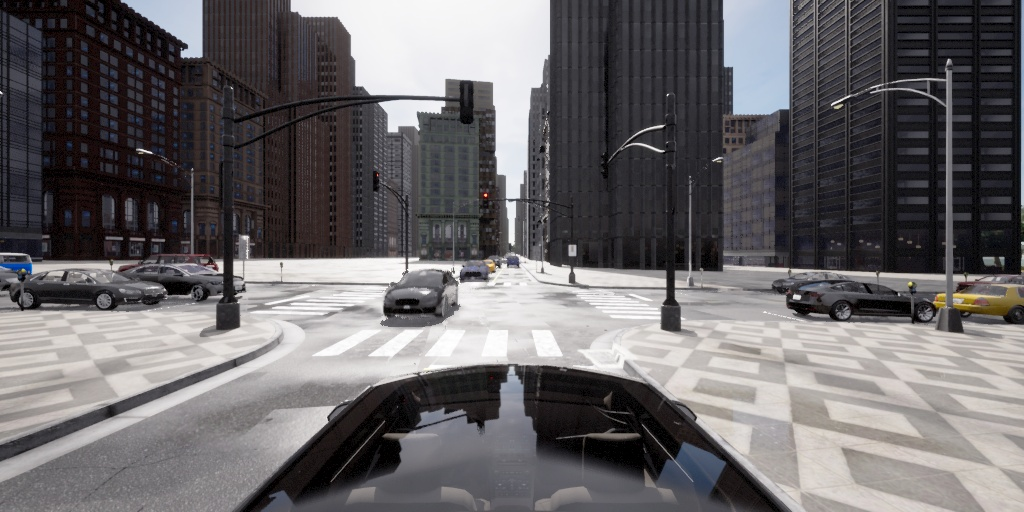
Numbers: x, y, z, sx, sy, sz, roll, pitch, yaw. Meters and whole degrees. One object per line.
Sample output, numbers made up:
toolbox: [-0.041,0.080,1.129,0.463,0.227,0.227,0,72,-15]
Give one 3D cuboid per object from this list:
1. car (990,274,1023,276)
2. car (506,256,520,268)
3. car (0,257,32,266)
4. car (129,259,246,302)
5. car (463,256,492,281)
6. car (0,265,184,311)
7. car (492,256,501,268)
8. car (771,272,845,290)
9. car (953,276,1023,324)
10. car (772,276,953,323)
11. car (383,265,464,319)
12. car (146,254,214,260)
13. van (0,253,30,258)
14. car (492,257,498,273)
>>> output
car: [29.098,1.766,21.154,4.507,1.381,1.888,0,0,0]
car: [0.199,0.974,62.675,2.150,2.045,5.566,0,0,0]
car: [-23.549,0.935,15.388,4.902,1.511,2.128,1,0,0]
car: [-14.134,1.065,15.358,4.902,1.511,2.128,1,0,1]
car: [-2.988,1.102,29.378,2.097,1.767,4.553,0,0,-1]
car: [-14.763,1.116,12.614,4.403,1.370,2.007,0,0,0]
car: [-2.972,0.972,59.373,2.150,2.045,5.566,0,0,0]
car: [17.812,1.591,21.175,4.403,1.370,2.007,0,0,0]
car: [17.957,1.571,12.649,4.829,1.417,1.751,0,0,0]
car: [12.145,1.524,12.660,4.313,1.339,1.948,0,0,0]
car: [-3.084,1.255,12.958,1.837,1.490,4.892,0,0,0]
car: [-20.195,0.799,21.150,5.009,1.841,2.192,0,0,0]
van: [-31.114,0.680,21.170,3.998,1.789,1.690,0,0,0]
car: [-3.033,1.228,43.056,1.882,1.535,5.008,0,0,0]
